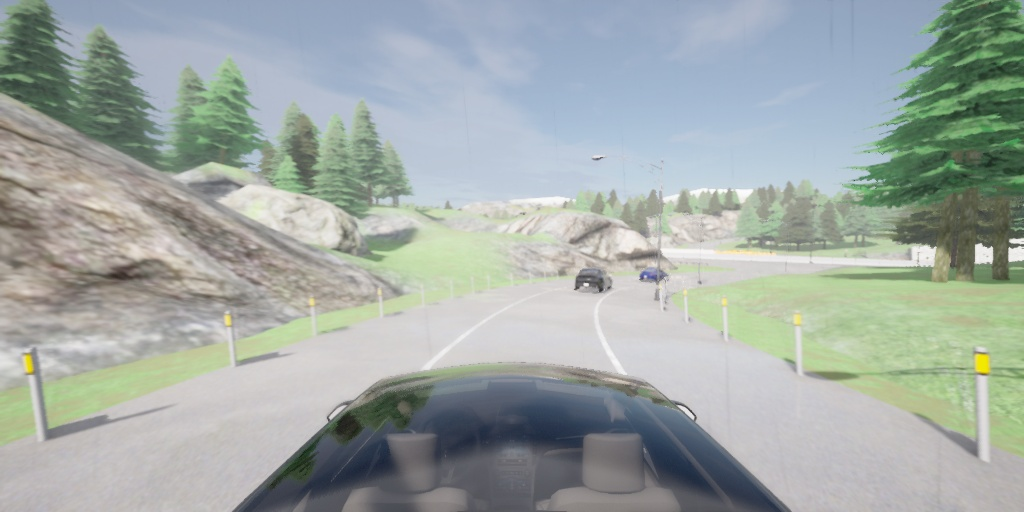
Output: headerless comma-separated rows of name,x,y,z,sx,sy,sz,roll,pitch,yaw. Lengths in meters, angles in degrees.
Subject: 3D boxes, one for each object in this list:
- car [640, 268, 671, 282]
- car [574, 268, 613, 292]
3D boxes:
car,15.422,1.995,38.744,1.812,1.442,4.674,4,2,44
car,5.676,1.590,24.735,1.837,1.490,4.892,2,0,25
